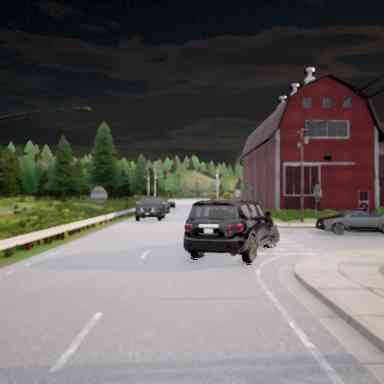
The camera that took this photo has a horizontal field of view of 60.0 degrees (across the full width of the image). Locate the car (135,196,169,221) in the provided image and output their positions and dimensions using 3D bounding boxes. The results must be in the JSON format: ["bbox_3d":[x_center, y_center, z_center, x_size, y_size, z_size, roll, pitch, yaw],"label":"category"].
[{"bbox_3d":[-3.587,1.416,29.393,2.150,2.045,5.566,0,0,0],"label":"car"}]

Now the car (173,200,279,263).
[{"bbox_3d":[1.649,1.305,12.610,2.150,2.045,5.566,-2,-1,25],"label":"car"}]

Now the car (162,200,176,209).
[{"bbox_3d":[-3.588,1.946,52.217,1.895,1.301,4.718,0,0,0],"label":"car"}]

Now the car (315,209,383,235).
[{"bbox_3d":[9.370,1.692,19.216,4.181,1.385,1.994,0,0,2],"label":"car"}]

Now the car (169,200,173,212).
[{"bbox_3d":[-3.600,1.766,39.537,1.837,1.490,4.892,0,0,0],"label":"car"}]
